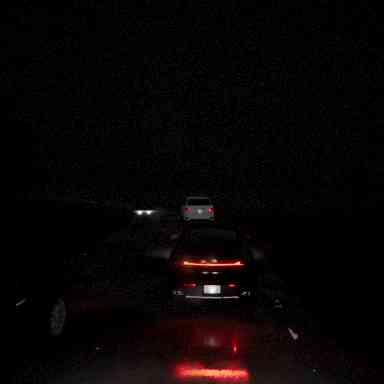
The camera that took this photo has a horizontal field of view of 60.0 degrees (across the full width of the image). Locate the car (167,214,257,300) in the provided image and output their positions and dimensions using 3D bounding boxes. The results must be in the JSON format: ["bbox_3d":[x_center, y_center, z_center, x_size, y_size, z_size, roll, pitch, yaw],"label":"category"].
[{"bbox_3d":[0.470,1.531,8.466,1.837,1.490,4.892,0,0,2],"label":"car"}]

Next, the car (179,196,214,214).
[{"bbox_3d":[0.309,1.336,24.479,2.150,2.045,5.566,0,0,-4],"label":"car"}]

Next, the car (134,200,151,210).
[{"bbox_3d":[-7.066,1.865,47.021,1.994,1.385,4.181,0,0,-18],"label":"car"}]

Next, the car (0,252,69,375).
[{"bbox_3d":[-2.981,1.533,3.842,1.812,1.442,4.674,0,0,2],"label":"car"}]
